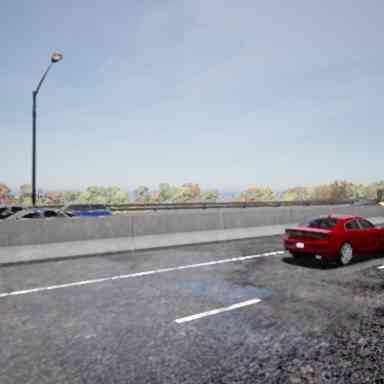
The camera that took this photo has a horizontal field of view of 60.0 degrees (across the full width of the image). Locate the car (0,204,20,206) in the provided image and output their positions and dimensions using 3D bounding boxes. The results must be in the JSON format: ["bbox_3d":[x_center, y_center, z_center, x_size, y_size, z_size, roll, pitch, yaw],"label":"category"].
[{"bbox_3d":[-11.994,1.577,21.233,4.892,1.490,1.837,0,0,-36],"label":"car"}]

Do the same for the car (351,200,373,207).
[{"bbox_3d":[24.977,1.867,47.715,5.357,1.411,2.033,0,0,-36],"label":"car"}]

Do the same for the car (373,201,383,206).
[{"bbox_3d":[27.022,1.687,44.875,5.008,1.535,1.882,0,0,-36],"label":"car"}]

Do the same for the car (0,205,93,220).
[{"bbox_3d":[-7.551,1.562,15.807,4.892,1.490,1.837,0,0,-36],"label":"car"}]

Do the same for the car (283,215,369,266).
[{"bbox_3d":[5.431,1.551,11.966,5.008,1.535,1.882,0,0,-36],"label":"car"}]

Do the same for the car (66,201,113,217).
[{"bbox_3d":[-7.187,1.433,20.381,4.553,1.767,2.097,0,0,-36],"label":"car"}]

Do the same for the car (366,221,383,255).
[{"bbox_3d":[6.954,1.554,8.750,4.902,1.511,2.128,0,0,-36],"label":"car"}]
